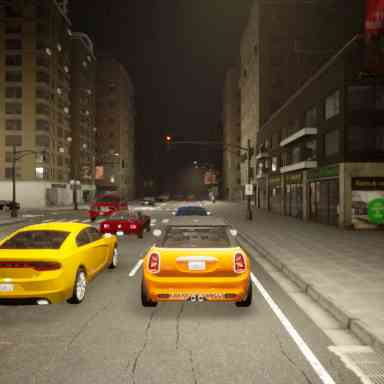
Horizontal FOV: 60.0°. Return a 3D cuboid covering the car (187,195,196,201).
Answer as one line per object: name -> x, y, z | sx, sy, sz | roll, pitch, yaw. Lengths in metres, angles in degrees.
car -> -0.177, 1.399, 80.741 | 2.097, 1.767, 4.553 | 0, 0, 0

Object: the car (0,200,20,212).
car -> -22.233, 1.597, 38.484 | 4.313, 1.339, 1.947 | 0, 0, 0

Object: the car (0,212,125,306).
car -> -3.167, 1.478, 8.148 | 1.882, 1.535, 5.008 | 0, 0, 0

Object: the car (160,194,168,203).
car -> -6.651, 1.635, 69.038 | 1.895, 1.301, 4.718 | 0, 0, 0

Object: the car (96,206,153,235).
car -> -3.288, 1.603, 17.404 | 1.895, 1.301, 4.718 | 0, 0, 0

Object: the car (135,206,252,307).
car -> 0.082, 1.353, 8.140 | 2.097, 1.767, 4.553 | 0, 0, 0

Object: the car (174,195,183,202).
car -> -3.426, 1.543, 80.347 | 1.837, 1.490, 4.892 | 0, 0, 0

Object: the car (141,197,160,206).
car -> -6.706, 1.511, 51.237 | 2.128, 1.511, 4.902 | 0, 0, 0

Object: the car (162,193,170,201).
car -> -6.681, 1.266, 82.114 | 2.150, 2.045, 5.566 | 0, 0, 0

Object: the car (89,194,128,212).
car -> -6.658, 1.227, 27.195 | 2.150, 2.045, 5.566 | 0, 0, 0

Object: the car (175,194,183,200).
car -> -3.450, 1.421, 90.768 | 1.882, 1.535, 5.008 | 0, 0, 0
